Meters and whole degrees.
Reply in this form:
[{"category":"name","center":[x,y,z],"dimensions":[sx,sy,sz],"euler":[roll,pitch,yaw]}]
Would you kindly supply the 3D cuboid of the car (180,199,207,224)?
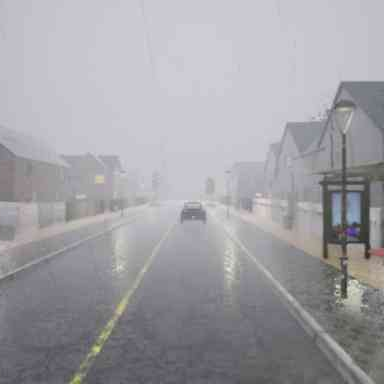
[{"category":"car","center":[0.100,1.513,24.935],"dimensions":[2.128,1.511,4.902],"euler":[0,0,0]}]
